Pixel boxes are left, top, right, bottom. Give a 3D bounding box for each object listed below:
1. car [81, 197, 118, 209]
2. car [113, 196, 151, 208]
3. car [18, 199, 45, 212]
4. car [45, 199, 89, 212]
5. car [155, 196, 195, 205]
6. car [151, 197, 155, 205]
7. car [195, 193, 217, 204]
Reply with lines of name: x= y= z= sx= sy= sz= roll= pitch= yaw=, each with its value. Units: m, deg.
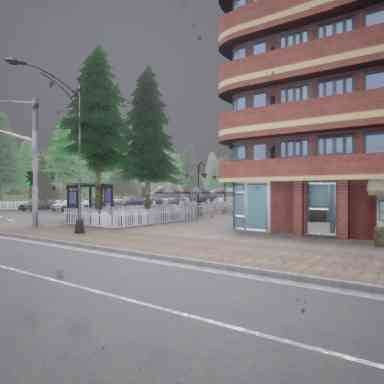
car: x=-12.501 y=1.470 z=45.098 sx=1.812 sy=1.442 sz=4.674 roll=0 pitch=0 yaw=37
car: x=-8.277 y=1.297 z=44.867 sx=2.097 sy=1.767 sz=4.553 roll=0 pitch=0 yaw=38
car: x=-17.526 y=1.508 z=38.123 sx=1.994 sy=1.385 sz=4.181 roll=0 pitch=0 yaw=36
car: x=-13.608 y=1.470 z=37.611 sx=1.812 sy=1.442 sz=4.674 roll=0 pitch=0 yaw=36
car: x=-2.599 y=1.492 z=51.971 sx=5.357 sy=1.411 sz=2.033 roll=0 pitch=0 yaw=-45
car: x=-6.357 y=1.470 z=52.766 sx=1.812 sy=1.442 sz=4.674 roll=0 pitch=0 yaw=42
car: x=1.953 y=1.163 z=60.037 sx=5.566 sy=2.045 sz=2.150 roll=0 pitch=0 yaw=-35
